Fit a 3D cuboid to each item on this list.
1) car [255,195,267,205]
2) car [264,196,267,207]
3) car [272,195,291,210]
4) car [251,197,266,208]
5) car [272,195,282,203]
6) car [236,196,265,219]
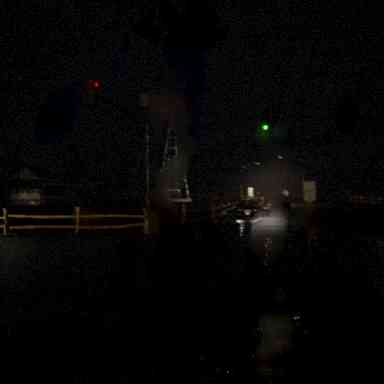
[{"bbox_3d":[11.971,1.369,57.584,1.882,1.535,5.008,-1,0,13],"label":"car"},{"bbox_3d":[7.259,1.380,38.063,1.882,1.535,5.008,-1,0,14],"label":"car"},{"bbox_3d":[10.774,1.218,40.346,2.097,1.767,4.553,-1,0,13],"label":"car"},{"bbox_3d":[9.614,1.456,47.732,1.994,1.385,4.181,-1,0,13],"label":"car"},{"bbox_3d":[16.992,1.394,66.746,1.812,1.442,4.674,-1,-1,13],"label":"car"},{"bbox_3d":[4.931,1.411,28.540,2.128,1.511,4.902,-1,0,14],"label":"car"}]
